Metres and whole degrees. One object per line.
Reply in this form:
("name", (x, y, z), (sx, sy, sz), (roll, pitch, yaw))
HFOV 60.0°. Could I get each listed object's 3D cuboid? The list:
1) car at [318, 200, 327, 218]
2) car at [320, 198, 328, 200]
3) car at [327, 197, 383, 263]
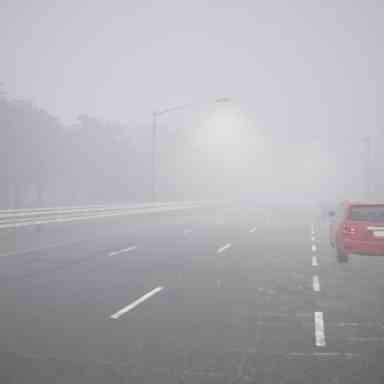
("car", (13.636, 1.810, 32.613), (2.033, 1.411, 5.357), (0, 0, 20))
("car", (20.590, 1.758, 51.332), (2.097, 1.767, 4.553), (0, 0, 24))
("car", (6.374, 1.330, 12.216), (2.150, 2.045, 5.566), (0, 0, 20))
